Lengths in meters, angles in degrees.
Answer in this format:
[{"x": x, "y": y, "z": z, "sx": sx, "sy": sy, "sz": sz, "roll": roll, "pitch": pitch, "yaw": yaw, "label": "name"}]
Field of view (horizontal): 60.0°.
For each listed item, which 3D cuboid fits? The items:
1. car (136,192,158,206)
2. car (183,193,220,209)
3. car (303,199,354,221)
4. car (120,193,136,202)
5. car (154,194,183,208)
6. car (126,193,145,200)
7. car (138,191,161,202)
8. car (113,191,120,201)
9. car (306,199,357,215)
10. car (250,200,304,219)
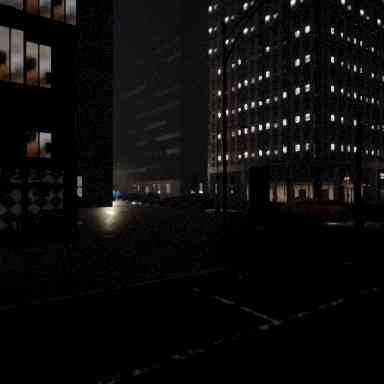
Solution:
[{"x": -5.459, "y": 1.093, "z": 44.996, "sx": 1.752, "sy": 1.417, "sz": 4.829, "roll": 1, "pitch": 0, "yaw": -33, "label": "car"}, {"x": 1.376, "y": 1.152, "z": 39.213, "sx": 2.128, "sy": 1.511, "sz": 4.902, "roll": 0, "pitch": 1, "yaw": -33, "label": "car"}, {"x": 9.635, "y": 1.312, "z": 26.220, "sx": 1.882, "sy": 1.535, "sz": 5.008, "roll": 0, "pitch": 1, "yaw": -34, "label": "car"}, {"x": -10.106, "y": 0.988, "z": 56.601, "sx": 1.994, "sy": 1.385, "sz": 4.181, "roll": 0, "pitch": 1, "yaw": -35, "label": "car"}, {"x": -2.509, "y": 1.211, "z": 40.500, "sx": 1.802, "sy": 1.307, "sz": 4.206, "roll": 1, "pitch": 0, "yaw": -33, "label": "car"}, {"x": -11.540, "y": 0.864, "z": 67.781, "sx": 1.947, "sy": 1.339, "sz": 4.313, "roll": 1, "pitch": 0, "yaw": -36, "label": "car"}, {"x": -7.324, "y": 0.778, "z": 57.543, "sx": 2.097, "sy": 1.767, "sz": 4.553, "roll": 0, "pitch": 1, "yaw": -35, "label": "car"}, {"x": -15.008, "y": 0.919, "z": 58.874, "sx": 1.887, "sy": 1.381, "sz": 4.507, "roll": 1, "pitch": 0, "yaw": -35, "label": "car"}, {"x": 13.007, "y": 1.377, "z": 31.239, "sx": 1.802, "sy": 1.307, "sz": 4.206, "roll": 1, "pitch": 0, "yaw": -32, "label": "car"}, {"x": 6.389, "y": 1.399, "z": 26.546, "sx": 1.802, "sy": 1.307, "sz": 4.206, "roll": 1, "pitch": 0, "yaw": -32, "label": "car"}]
